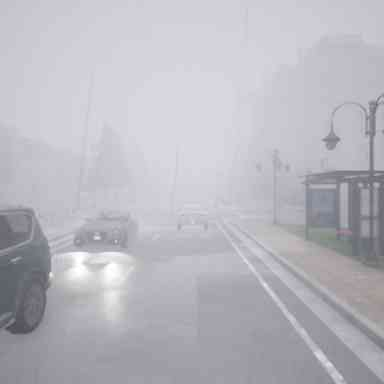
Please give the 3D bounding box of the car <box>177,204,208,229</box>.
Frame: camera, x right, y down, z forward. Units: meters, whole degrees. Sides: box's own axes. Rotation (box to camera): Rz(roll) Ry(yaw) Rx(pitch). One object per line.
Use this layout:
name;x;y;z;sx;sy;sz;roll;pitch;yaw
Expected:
car;0.054;1.465;21.014;1.812;1.442;4.674;0;0;1

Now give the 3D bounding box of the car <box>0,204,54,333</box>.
car;-3.594;1.212;3.828;2.150;2.045;5.566;0;0;0

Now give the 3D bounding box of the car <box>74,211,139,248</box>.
car;-3.541;1.523;14.406;1.994;1.385;4.181;0;0;0
